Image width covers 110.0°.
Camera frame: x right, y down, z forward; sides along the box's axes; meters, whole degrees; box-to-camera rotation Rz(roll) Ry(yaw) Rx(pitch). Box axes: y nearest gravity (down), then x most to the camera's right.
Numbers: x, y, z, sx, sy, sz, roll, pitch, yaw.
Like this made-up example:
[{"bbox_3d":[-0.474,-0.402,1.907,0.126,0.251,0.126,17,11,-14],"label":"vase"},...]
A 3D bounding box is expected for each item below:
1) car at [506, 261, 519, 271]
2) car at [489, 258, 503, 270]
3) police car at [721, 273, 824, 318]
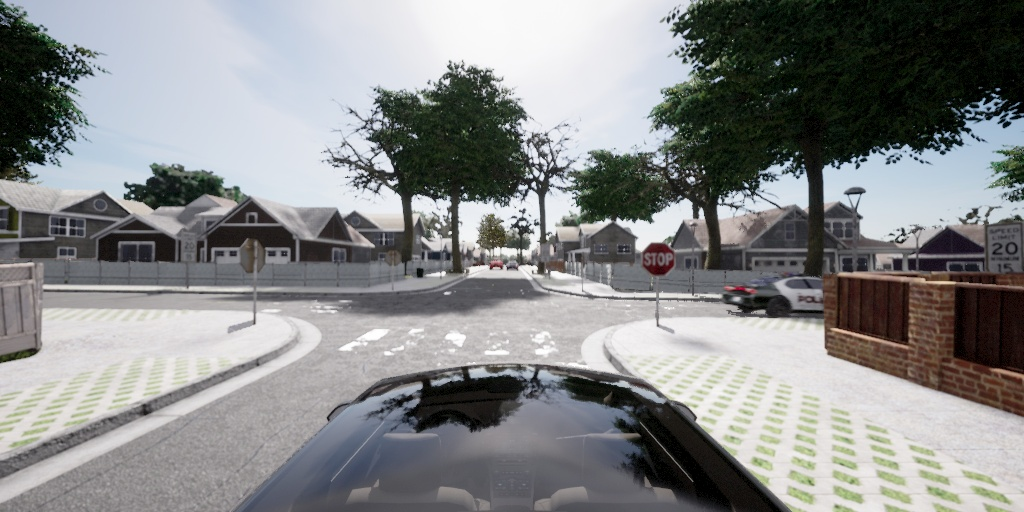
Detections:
[{"bbox_3d":[0.065,1.656,57.014,1.895,1.301,4.718,0,-1,0],"label":"car"},{"bbox_3d":[-2.680,1.338,62.379,2.150,2.045,5.566,0,-1,0],"label":"car"},{"bbox_3d":[10.593,1.433,13.112,4.974,1.542,2.038,1,-1,-1],"label":"police car"}]
